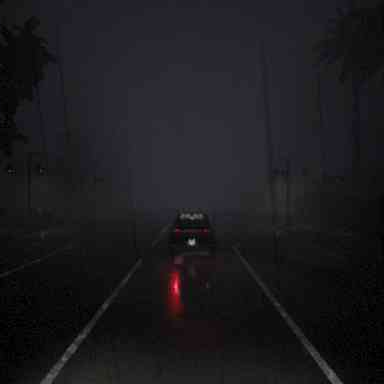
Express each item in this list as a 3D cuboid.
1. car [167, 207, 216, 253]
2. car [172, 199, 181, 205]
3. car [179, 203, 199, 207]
[{"bbox_3d":[0.000,1.627,14.292,2.128,1.511,4.902,0,0,0],"label":"car"},{"bbox_3d":[-3.529,2.248,76.114,2.033,1.411,5.357,0,-1,0],"label":"car"},{"bbox_3d":[-0.009,1.873,29.102,1.895,1.301,4.718,0,0,0],"label":"car"}]
